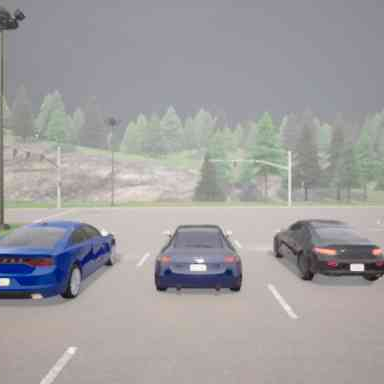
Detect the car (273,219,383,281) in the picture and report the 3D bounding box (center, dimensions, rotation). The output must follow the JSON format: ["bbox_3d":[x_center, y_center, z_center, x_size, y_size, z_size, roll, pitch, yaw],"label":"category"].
[{"bbox_3d":[3.695,1.501,9.662,1.812,1.442,4.674,0,0,1],"label":"car"}]

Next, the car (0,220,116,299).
[{"bbox_3d":[-3.336,1.456,8.437,1.882,1.535,5.008,0,0,1],"label":"car"}]

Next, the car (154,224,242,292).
[{"bbox_3d":[0.177,1.541,8.930,1.994,1.385,4.181,0,0,1],"label":"car"}]
